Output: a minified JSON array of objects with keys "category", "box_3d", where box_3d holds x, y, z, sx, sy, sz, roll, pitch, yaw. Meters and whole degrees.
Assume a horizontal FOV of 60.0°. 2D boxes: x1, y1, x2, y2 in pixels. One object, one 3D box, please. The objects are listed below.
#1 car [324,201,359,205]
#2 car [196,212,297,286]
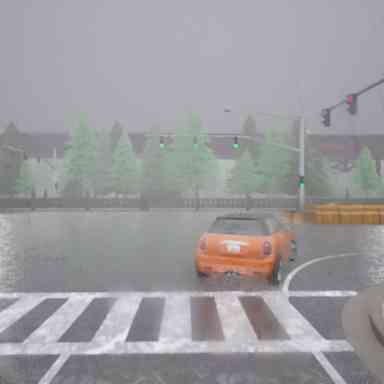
[{"category":"car","box_3d":[12.377,1.544,28.519,4.892,1.490,1.837,0,0,-2]},{"category":"car","box_3d":[1.806,1.365,9.877,2.097,1.767,4.553,0,0,23]}]
